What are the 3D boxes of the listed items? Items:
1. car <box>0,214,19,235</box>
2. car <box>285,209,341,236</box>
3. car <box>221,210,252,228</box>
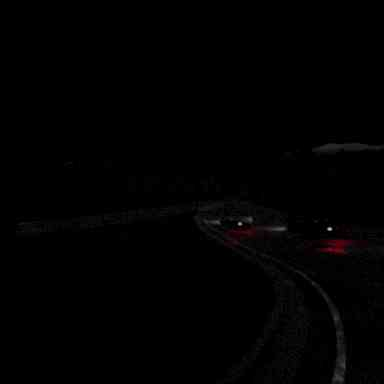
[{"bbox_3d":[-13.605,2.136,21.282,2.128,1.511,4.902,-1,-1,26],"label":"car"},{"bbox_3d":[7.417,1.847,20.823,1.837,1.490,4.892,-1,-1,-5],"label":"car"},{"bbox_3d":[3.479,2.127,27.026,1.895,1.301,4.718,-1,-1,-3],"label":"car"}]
